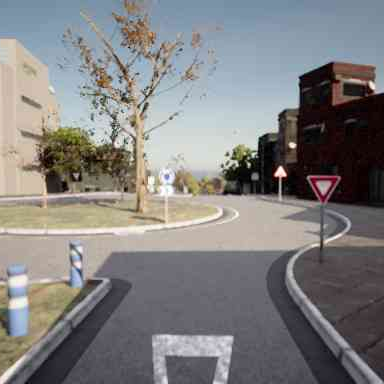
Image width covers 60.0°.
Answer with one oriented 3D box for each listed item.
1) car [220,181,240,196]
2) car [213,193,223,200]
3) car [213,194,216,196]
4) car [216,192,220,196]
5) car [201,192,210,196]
[{"bbox_3d":[5.407,-0.466,46.072,2.150,2.045,5.566,0,-1,2],"label":"car"},{"bbox_3d":[6.488,1.158,83.829,2.128,1.511,4.902,0,-2,2],"label":"car"},{"bbox_3d":[6.139,0.764,71.683,1.882,1.535,5.008,0,-2,2],"label":"car"},{"bbox_3d":[5.830,0.443,60.949,1.812,1.442,4.674,0,-2,2],"label":"car"},{"bbox_3d":[2.796,0.757,68.416,1.994,1.385,4.181,0,-2,2],"label":"car"}]
